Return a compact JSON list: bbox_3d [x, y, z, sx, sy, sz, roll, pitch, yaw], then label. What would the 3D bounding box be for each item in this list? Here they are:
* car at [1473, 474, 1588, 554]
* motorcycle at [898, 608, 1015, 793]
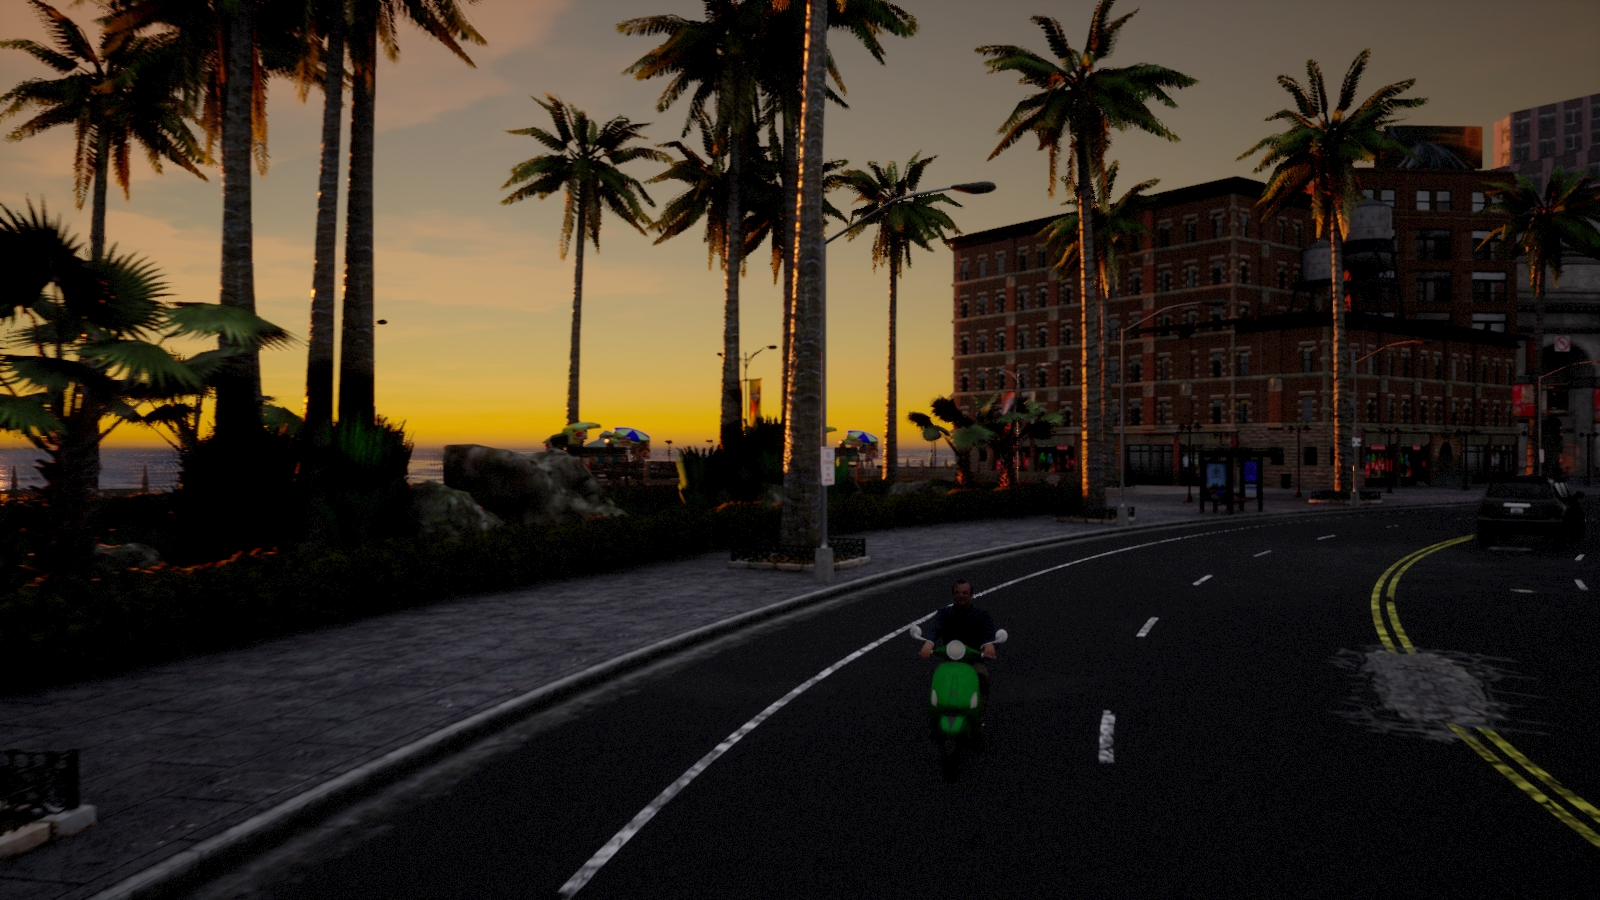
[{"bbox_3d":[21.727,1.788,33.877,2.150,2.045,5.566,0,0,40],"label":"car"},{"bbox_3d":[1.453,2.182,10.318,0.856,1.236,1.805,0,0,14],"label":"motorcycle"}]
